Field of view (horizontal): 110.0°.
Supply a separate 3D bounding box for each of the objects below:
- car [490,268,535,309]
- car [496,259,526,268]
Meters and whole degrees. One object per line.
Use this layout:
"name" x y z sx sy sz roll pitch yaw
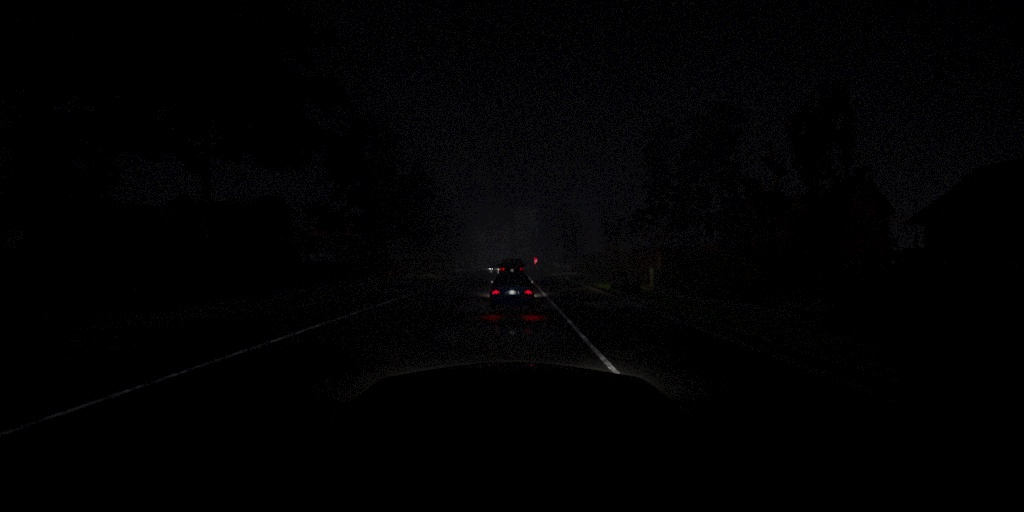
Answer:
"car" 0.007 1.430 15.842 2.033 1.411 5.357 0 -1 0
"car" 0.014 1.241 30.870 2.150 2.045 5.566 0 0 0
